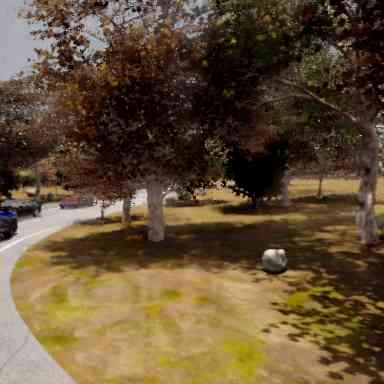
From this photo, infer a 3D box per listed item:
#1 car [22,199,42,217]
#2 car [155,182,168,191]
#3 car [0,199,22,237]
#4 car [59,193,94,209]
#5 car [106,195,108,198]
[{"bbox_3d":[-13.405,1.341,25.268,2.128,1.511,4.902,0,2,7],"label":"car"},{"bbox_3d":[-5.988,-1.039,57.963,2.150,2.045,5.566,0,4,17],"label":"car"},{"bbox_3d":[-9.867,1.327,15.142,2.150,2.045,5.566,-1,1,-12],"label":"car"},{"bbox_3d":[-11.985,0.865,34.789,1.812,1.442,4.674,0,4,11],"label":"car"},{"bbox_3d":[-9.863,0.174,44.288,1.882,1.535,5.008,0,4,15],"label":"car"}]
